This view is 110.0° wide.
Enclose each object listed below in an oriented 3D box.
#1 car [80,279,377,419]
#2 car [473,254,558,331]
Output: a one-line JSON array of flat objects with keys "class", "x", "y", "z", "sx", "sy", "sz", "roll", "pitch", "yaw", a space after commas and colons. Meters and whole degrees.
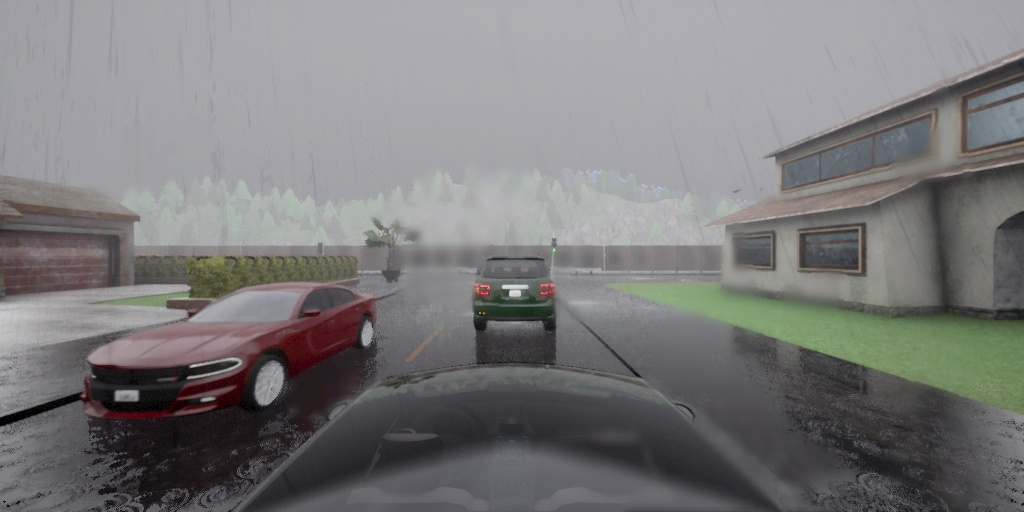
[{"class": "car", "x": -4.077, "y": 1.227, "z": 6.308, "sx": 1.882, "sy": 1.535, "sz": 5.008, "roll": 0, "pitch": 0, "yaw": 0}, {"class": "car", "x": 0.087, "y": 0.970, "z": 11.085, "sx": 2.150, "sy": 2.045, "sz": 5.566, "roll": 0, "pitch": 0, "yaw": 0}]
